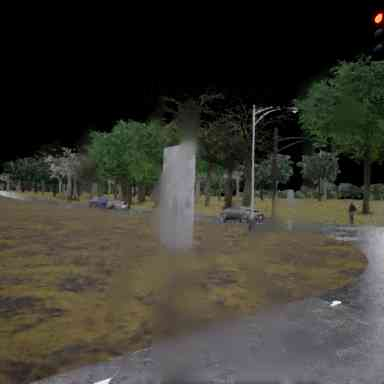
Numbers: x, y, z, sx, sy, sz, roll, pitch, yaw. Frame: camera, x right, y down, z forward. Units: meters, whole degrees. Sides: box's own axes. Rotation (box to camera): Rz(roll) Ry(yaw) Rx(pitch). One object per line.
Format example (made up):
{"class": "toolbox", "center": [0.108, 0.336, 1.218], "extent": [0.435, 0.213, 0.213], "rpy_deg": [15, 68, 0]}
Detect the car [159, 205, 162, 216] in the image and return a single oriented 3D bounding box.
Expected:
{"class": "car", "center": [-1.784, 1.855, 35.783], "extent": [2.128, 1.511, 4.902], "rpy_deg": [3, -2, -36]}

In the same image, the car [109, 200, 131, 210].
{"class": "car", "center": [-12.299, 2.189, 56.728], "extent": [1.837, 1.490, 4.892], "rpy_deg": [3, -2, -36]}

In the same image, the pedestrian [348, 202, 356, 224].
{"class": "pedestrian", "center": [13.333, 1.718, 27.800], "extent": [0.375, 1.860, 0.375], "rpy_deg": [2, -1, -36]}

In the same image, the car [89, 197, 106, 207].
{"class": "car", "center": [-18.388, 1.965, 65.207], "extent": [2.150, 2.045, 5.566], "rpy_deg": [3, -2, -36]}

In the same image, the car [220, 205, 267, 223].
{"class": "car", "center": [4.187, 1.805, 27.492], "extent": [1.994, 1.385, 4.181], "rpy_deg": [3, -2, -35]}

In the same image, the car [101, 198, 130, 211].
{"class": "car", "center": [-10.968, 1.989, 48.596], "extent": [2.128, 1.511, 4.902], "rpy_deg": [3, -2, -35]}
